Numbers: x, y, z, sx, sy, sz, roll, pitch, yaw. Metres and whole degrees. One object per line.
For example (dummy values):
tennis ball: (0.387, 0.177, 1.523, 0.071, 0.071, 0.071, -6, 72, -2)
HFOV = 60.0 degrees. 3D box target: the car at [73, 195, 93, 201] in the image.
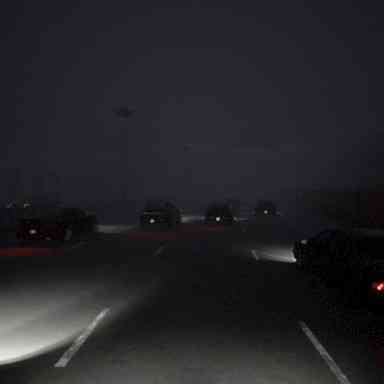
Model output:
car: (-19.754, 1.234, 60.687, 1.812, 1.442, 4.674, 0, 1, 12)

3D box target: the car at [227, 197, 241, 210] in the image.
car: (4.950, 1.376, 40.873, 1.837, 1.490, 4.892, 0, 1, 11)

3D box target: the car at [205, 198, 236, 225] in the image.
car: (1.987, 1.428, 23.517, 1.837, 1.490, 4.892, 0, 1, 8)

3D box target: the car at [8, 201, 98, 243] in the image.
car: (-6.050, 1.399, 15.576, 1.882, 1.535, 5.008, 0, 0, 5)

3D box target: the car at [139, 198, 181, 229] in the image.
car: (-1.907, 1.409, 21.064, 2.128, 1.511, 4.902, 0, 0, 7)

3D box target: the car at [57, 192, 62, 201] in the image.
car: (-17.095, 1.025, 38.087, 2.150, 2.045, 5.566, 0, 0, 10)

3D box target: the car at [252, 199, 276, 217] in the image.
car: (6.651, 1.420, 30.472, 1.837, 1.490, 4.892, 0, 1, 10)

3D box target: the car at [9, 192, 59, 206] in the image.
car: (-14.822, 1.186, 30.774, 2.097, 1.767, 4.553, 0, 0, 10)

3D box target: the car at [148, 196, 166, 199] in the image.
car: (-3.366, 1.215, 34.205, 2.097, 1.767, 4.553, 0, 0, 10)

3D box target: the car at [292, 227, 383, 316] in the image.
car: (3.839, 1.533, 7.696, 2.033, 1.411, 5.357, 0, 0, 3)
